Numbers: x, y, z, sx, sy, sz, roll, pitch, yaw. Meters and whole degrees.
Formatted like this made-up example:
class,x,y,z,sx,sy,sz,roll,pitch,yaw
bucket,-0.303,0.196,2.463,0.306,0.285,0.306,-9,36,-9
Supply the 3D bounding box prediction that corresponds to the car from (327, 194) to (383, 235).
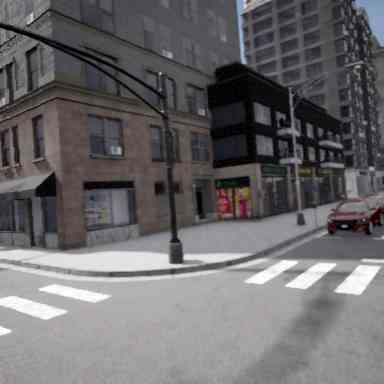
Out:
class,x,y,z,sx,sy,sz,roll,pitch,yaw
car,7.557,1.046,15.334,1.887,1.381,4.507,-4,0,38
